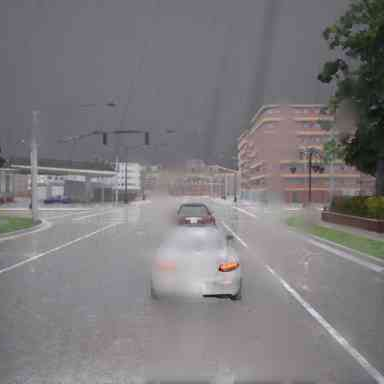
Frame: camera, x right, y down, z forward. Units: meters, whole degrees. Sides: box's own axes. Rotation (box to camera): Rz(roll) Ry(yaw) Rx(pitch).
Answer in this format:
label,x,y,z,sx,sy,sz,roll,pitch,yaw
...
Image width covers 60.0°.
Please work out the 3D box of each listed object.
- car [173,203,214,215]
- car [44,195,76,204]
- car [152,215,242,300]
label,x,y,z,sx,sy,sz,roll,pitch,yaw
car,0.081,1.352,17.225,2.097,1.767,4.553,0,0,0
car,-23.380,1.295,57.957,4.611,1.667,2.242,0,0,1
car,0.095,1.526,8.232,1.812,1.442,4.674,0,0,0
